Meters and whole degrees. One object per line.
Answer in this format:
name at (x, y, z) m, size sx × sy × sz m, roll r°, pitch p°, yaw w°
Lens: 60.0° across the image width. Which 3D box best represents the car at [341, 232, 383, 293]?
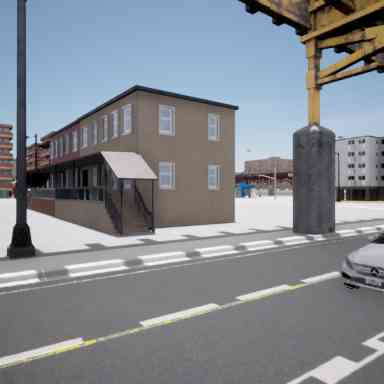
car at (5.518, 1.526, 8.046) m, size 4.674 × 1.442 × 1.812 m, roll 0°, pitch 0°, yaw -36°
